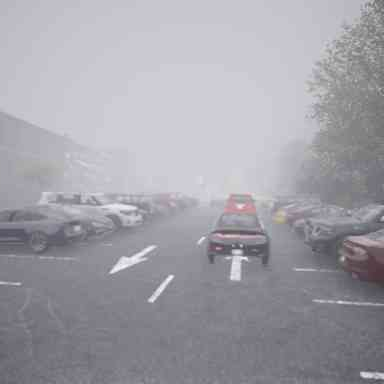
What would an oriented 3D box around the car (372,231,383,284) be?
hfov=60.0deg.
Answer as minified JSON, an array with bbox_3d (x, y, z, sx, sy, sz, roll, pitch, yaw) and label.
[{"bbox_3d":[5.744,1.572,5.158,4.674,1.452,2.002,1,0,9],"label":"car"}]

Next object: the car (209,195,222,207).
[{"bbox_3d":[3.405,1.461,45.864,1.895,1.301,4.718,1,0,9],"label":"car"}]

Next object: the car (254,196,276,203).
[{"bbox_3d":[16.262,1.737,74.497,4.674,1.452,2.002,1,0,9],"label":"car"}]

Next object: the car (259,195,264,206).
[{"bbox_3d":[11.139,1.470,40.832,5.008,1.535,2.097,1,0,9],"label":"car"}]

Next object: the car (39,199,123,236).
[{"bbox_3d":[-5.988,1.281,15.087,4.892,1.521,2.231,1,0,9],"label":"car"}]

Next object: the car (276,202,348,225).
[{"bbox_3d":[8.627,1.519,24.314,4.674,1.452,2.002,1,0,9],"label":"car"}]

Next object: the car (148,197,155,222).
[{"bbox_3d":[-5.154,1.268,20.636,5.008,1.535,2.097,1,0,9],"label":"car"}]

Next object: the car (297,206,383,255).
[{"bbox_3d":[7.000,1.534,13.292,4.792,1.488,2.163,1,0,9],"label":"car"}]

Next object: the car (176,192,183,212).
[{"bbox_3d":[-3.506,1.117,31.728,4.553,1.767,2.185,1,0,9],"label":"car"}]

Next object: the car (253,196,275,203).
[{"bbox_3d":[16.745,1.721,77.609,5.008,1.535,2.097,1,0,9],"label":"car"}]

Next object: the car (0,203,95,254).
[{"bbox_3d":[-6.429,1.318,12.325,4.792,1.488,2.163,1,0,9],"label":"car"}]

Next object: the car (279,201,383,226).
[{"bbox_3d":[7.795,1.491,18.805,5.008,1.535,2.097,1,0,9],"label":"car"}]

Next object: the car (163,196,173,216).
[{"bbox_3d":[-4.320,1.257,26.180,4.892,1.521,2.231,1,0,9],"label":"car"}]

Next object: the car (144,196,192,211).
[{"bbox_3d":[-2.630,1.240,37.266,4.892,1.521,2.231,1,0,9],"label":"car"}]

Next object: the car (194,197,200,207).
[{"bbox_3d":[-1.761,0.996,42.803,5.566,2.045,2.435,1,0,9],"label":"car"}]

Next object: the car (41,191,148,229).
[{"bbox_3d":[-5.534,1.023,17.857,5.566,2.045,2.435,1,0,9],"label":"car"}]

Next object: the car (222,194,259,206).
[{"bbox_3d":[3.752,1.136,25.623,2.150,2.045,5.566,1,1,9],"label":"car"}]

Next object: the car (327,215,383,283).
[{"bbox_3d":[6.138,1.522,7.790,5.008,1.535,2.097,1,0,9],"label":"car"}]

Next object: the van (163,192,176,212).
[{"bbox_3d":[-4.007,1.022,28.968,4.442,1.987,1.878,1,0,9],"label":"van"}]

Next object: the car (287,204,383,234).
[{"bbox_3d":[7.357,1.527,16.055,4.792,1.488,2.163,1,0,9],"label":"car"}]

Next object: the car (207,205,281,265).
[{"bbox_3d":[1.625,1.436,11.510,2.128,1.511,4.902,1,0,9],"label":"car"}]

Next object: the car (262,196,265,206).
[{"bbox_3d":[10.717,1.505,38.078,4.674,1.452,2.002,1,0,9],"label":"car"}]

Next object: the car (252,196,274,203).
[{"bbox_3d":[17.226,1.746,80.847,4.892,1.521,2.231,1,0,9],"label":"car"}]

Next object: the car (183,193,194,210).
[{"bbox_3d":[-3.025,0.990,34.488,5.566,2.045,2.435,1,0,9],"label":"car"}]

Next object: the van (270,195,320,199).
[{"bbox_3d":[9.581,1.243,29.805,4.442,1.987,1.878,1,0,9],"label":"van"}]

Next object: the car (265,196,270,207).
[{"bbox_3d":[9.850,1.338,32.577,4.553,1.767,2.185,1,0,9],"label":"car"}]

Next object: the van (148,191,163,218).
[{"bbox_3d":[-4.613,1.038,23.389,4.442,1.987,1.878,1,0,9],"label":"van"}]

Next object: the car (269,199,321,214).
[{"bbox_3d":[8.032,1.479,21.588,5.366,1.575,1.946,1,0,9],"label":"car"}]

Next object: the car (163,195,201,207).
[{"bbox_3d":[-1.378,1.257,45.577,4.892,1.521,2.231,1,0,9],"label":"car"}]
